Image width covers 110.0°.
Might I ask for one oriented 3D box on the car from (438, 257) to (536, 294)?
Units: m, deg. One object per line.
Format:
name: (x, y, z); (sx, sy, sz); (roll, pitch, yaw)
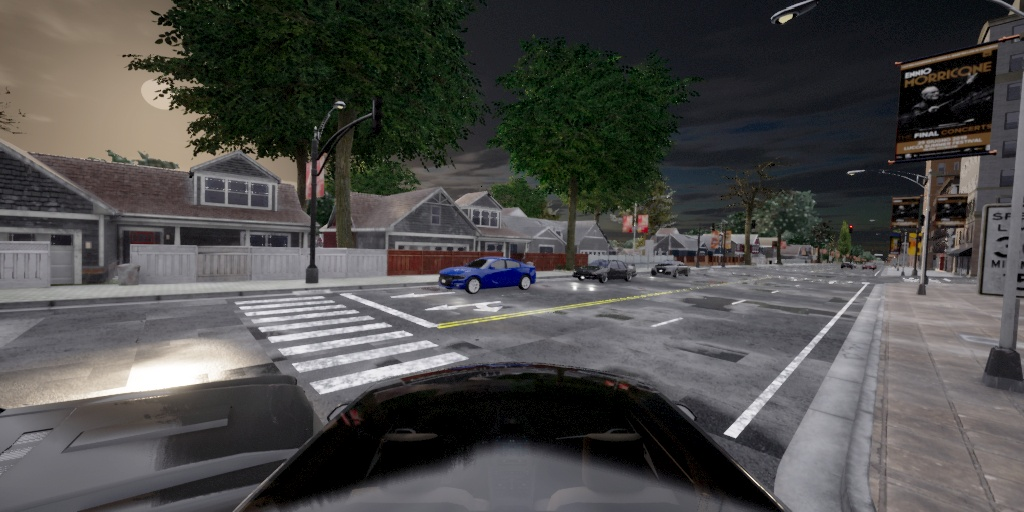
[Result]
car: (-1.014, 0.786, 16.551); (5.008, 1.535, 1.882); (1, 2, -44)

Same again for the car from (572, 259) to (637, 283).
car: (6.200, 0.930, 23.421); (5.357, 1.411, 2.033); (1, 2, -44)

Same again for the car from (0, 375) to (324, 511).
car: (-3.316, 1.277, 1.382); (4.718, 1.301, 1.895); (1, 2, -34)

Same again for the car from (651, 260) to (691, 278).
car: (13.446, 1.023, 30.292); (4.181, 1.385, 1.994); (1, 2, -44)
